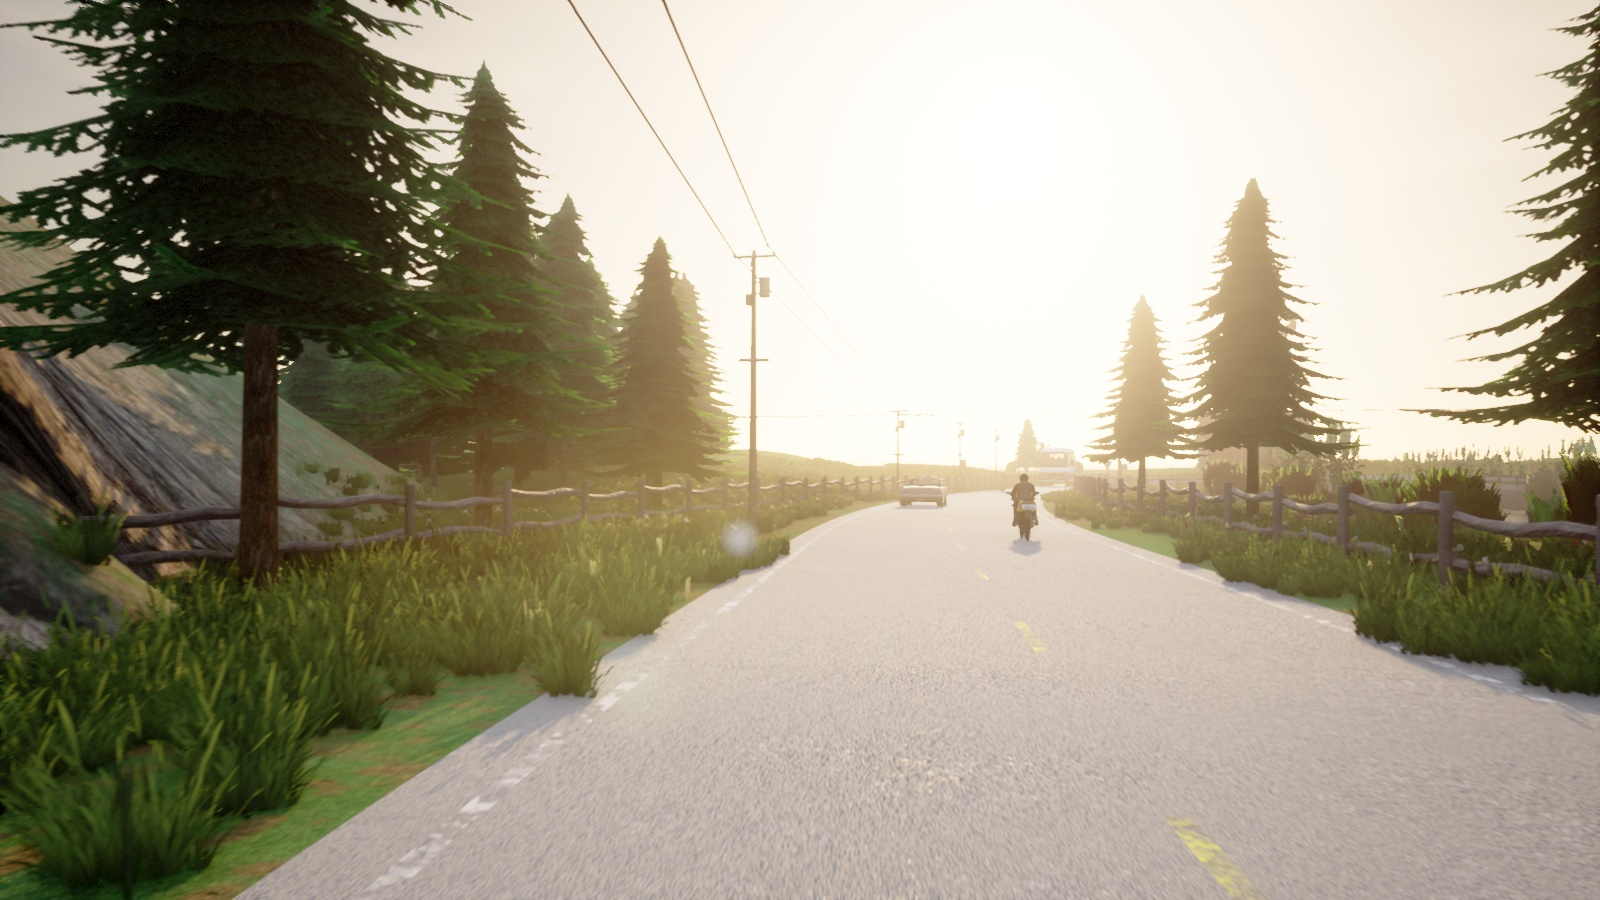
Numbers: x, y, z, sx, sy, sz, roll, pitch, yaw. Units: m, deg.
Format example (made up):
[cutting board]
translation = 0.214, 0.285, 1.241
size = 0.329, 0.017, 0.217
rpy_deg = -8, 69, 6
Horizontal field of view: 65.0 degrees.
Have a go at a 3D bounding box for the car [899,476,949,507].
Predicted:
[car]
translation = 5.648, 1.843, 56.728
size = 1.895, 1.301, 4.718
rpy_deg = 0, -1, 10

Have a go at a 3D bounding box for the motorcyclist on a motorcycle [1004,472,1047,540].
[motorcyclist on a motorcycle]
translation = 5.216, 1.265, 29.170
size = 0.797, 1.523, 2.044
rpy_deg = 0, -1, 5
